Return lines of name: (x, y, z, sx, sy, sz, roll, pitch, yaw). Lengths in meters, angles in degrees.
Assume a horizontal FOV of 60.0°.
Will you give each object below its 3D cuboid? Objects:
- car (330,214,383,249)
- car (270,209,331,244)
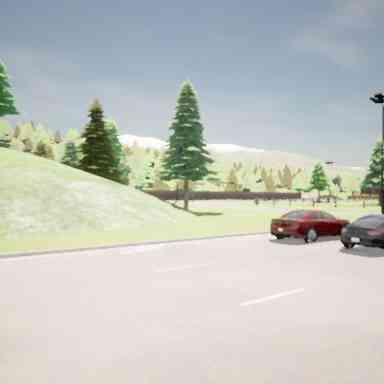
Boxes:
car: (8.064, 1.661, 13.913, 4.674, 1.442, 1.812, 0, 0, -35)
car: (6.103, 1.614, 16.813, 5.008, 1.535, 1.882, 0, 0, -35)
